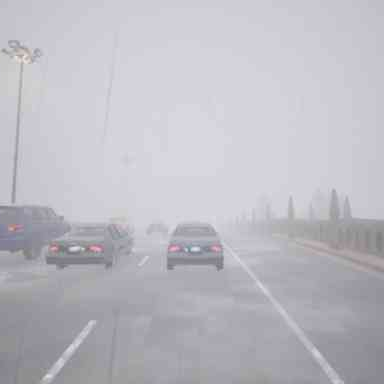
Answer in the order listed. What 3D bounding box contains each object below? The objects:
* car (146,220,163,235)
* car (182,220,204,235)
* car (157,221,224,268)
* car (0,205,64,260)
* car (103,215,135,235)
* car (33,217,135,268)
[{"bbox_3d":[-3.412,3.562,33.591,1.812,1.442,4.674,0,-6,0],"label":"car"},{"bbox_3d":[0.088,3.562,33.234,1.994,1.385,4.181,0,-6,0],"label":"car"},{"bbox_3d":[0.095,1.807,12.074,2.033,1.411,5.357,0,-3,0],"label":"car"},{"bbox_3d":[-6.905,1.571,14.010,2.150,2.045,5.566,0,-3,0],"label":"car"},{"bbox_3d":[-6.912,3.224,32.078,2.097,1.767,4.553,0,-6,0],"label":"car"},{"bbox_3d":[-3.405,1.808,12.096,2.033,1.411,5.357,0,-3,0],"label":"car"}]
